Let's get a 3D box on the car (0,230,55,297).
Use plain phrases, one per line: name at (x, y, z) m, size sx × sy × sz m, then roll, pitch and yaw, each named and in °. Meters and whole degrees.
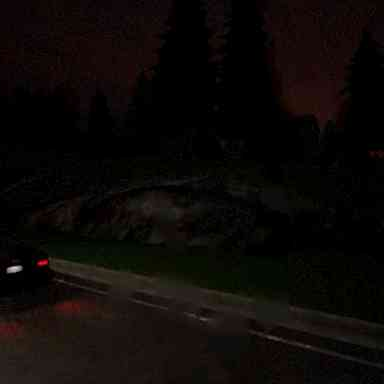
car at (-5.476, 1.547, 7.902) m, size 5.357 × 1.411 × 2.033 m, roll 0°, pitch 0°, yaw 36°
